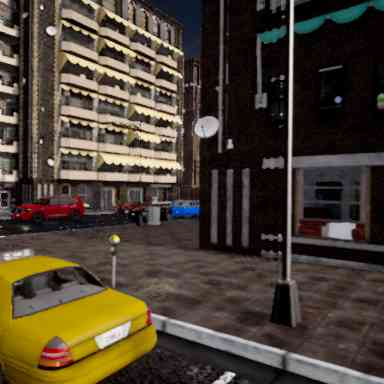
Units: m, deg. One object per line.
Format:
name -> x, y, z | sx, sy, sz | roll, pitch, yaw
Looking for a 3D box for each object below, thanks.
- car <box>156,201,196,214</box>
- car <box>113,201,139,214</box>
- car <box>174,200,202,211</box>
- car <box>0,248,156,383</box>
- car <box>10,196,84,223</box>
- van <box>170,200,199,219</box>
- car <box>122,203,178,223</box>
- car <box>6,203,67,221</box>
car -> -1.852, 1.852, 40.896 | 2.033, 1.411, 5.357 | 1, 0, 36
car -> -7.040, 1.769, 38.220 | 1.887, 1.381, 4.507 | 0, 0, 36
car -> -0.489, 1.897, 47.140 | 1.802, 1.307, 4.206 | 0, 0, 36
car -> -2.737, 1.535, 4.971 | 4.829, 1.417, 1.752 | 0, 1, 36
car -> -11.652, 1.381, 27.560 | 2.150, 2.045, 5.566 | 1, 1, 36
van -> -0.289, 1.687, 33.254 | 1.690, 1.788, 3.998 | 0, 0, 36
car -> -3.567, 1.866, 28.793 | 1.947, 1.339, 4.313 | 0, 0, 36
car -> -13.591, 1.683, 29.301 | 2.008, 1.369, 4.403 | 0, 0, 36
